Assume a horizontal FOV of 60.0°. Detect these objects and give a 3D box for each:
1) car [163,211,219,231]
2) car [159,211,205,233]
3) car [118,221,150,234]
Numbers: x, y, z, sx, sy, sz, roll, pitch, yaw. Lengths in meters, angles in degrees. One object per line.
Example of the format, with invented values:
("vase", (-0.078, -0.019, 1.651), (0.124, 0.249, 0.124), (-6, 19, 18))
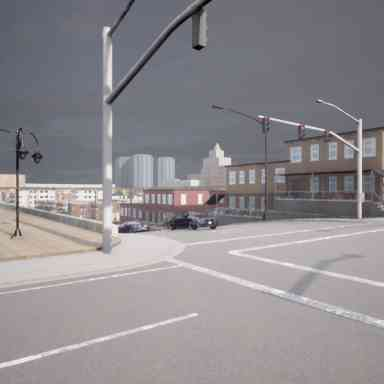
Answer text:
("car", (0.031, 2.054, 24.150), (1.994, 1.385, 4.181), (0, -4, -36))
("car", (-1.044, 2.881, 31.851), (1.837, 1.490, 4.892), (0, -10, -36))
("car", (-5.836, 3.505, 32.126), (1.812, 1.442, 4.674), (0, -12, -37))
